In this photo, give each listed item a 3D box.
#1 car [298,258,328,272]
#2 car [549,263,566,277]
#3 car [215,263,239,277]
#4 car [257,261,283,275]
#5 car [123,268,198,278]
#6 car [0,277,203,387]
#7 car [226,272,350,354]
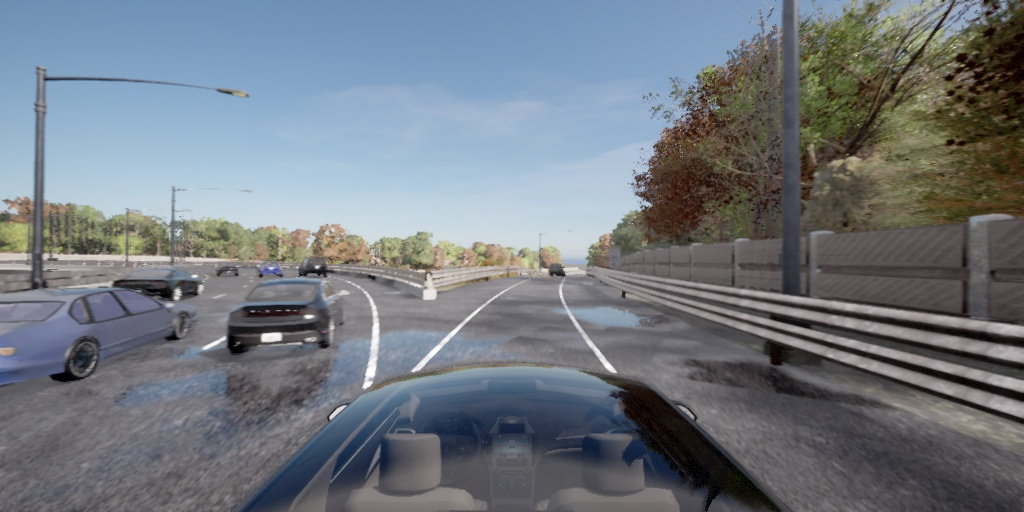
[{"bbox_3d":[-21.172,1.252,38.128,2.150,2.045,5.566,1,-1,-37],"label":"car"},{"bbox_3d":[7.269,2.311,58.472,2.150,2.045,5.566,0,-4,11],"label":"car"},{"bbox_3d":[-32.139,1.501,40.502,1.837,1.490,4.892,1,-1,-41],"label":"car"},{"bbox_3d":[-26.712,1.367,39.481,2.097,1.767,4.553,1,-1,-39],"label":"car"},{"bbox_3d":[-16.196,1.301,16.679,1.882,1.535,5.008,1,-1,-26],"label":"car"},{"bbox_3d":[-8.163,1.304,6.723,2.033,1.411,5.357,0,0,-20],"label":"car"},{"bbox_3d":[-5.352,1.305,9.033,1.837,1.490,4.892,1,-1,-20],"label":"car"}]
